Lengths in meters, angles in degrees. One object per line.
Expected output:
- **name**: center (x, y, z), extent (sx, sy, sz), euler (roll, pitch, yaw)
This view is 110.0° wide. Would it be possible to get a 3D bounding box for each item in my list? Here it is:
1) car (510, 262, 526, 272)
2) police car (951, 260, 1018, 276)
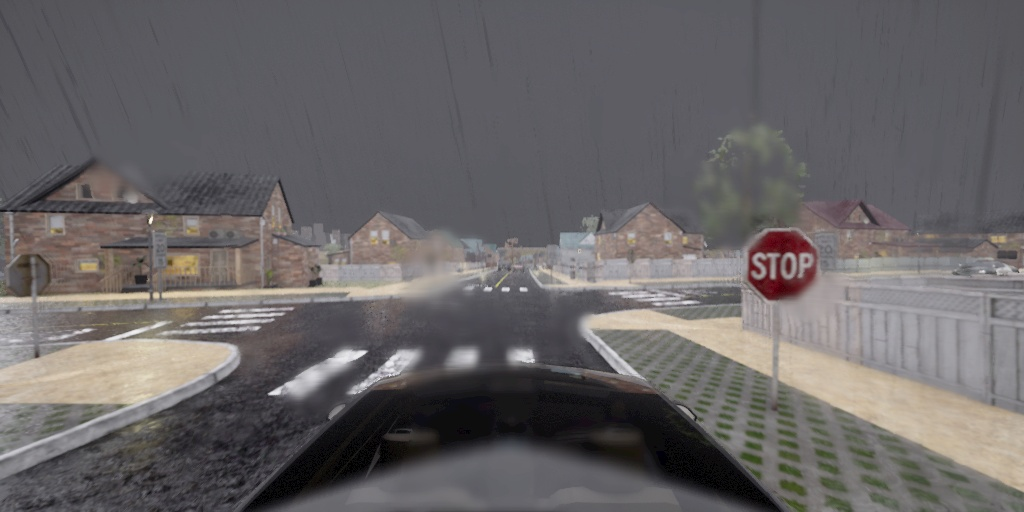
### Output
- **car**: center (1.222, 1.975, 61.763), extent (2.128, 1.511, 4.902), euler (0, -1, 2)
- **police car**: center (37.320, 1.139, 28.410), extent (4.974, 1.542, 2.038), euler (0, 2, -17)
